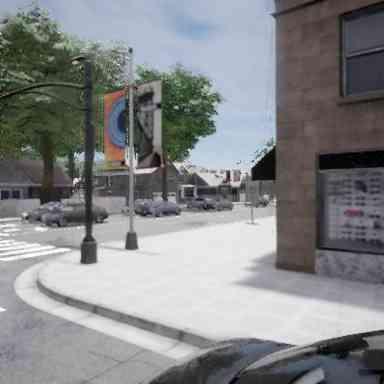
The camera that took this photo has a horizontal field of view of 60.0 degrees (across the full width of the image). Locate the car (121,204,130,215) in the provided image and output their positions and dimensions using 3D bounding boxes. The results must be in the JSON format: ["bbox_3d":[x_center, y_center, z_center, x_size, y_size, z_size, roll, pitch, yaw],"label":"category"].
[{"bbox_3d":[-4.775,1.433,32.706,2.128,1.511,4.902,0,0,36],"label":"car"}]

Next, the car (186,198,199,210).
[{"bbox_3d":[1.227,1.411,41.077,1.812,1.442,4.674,0,0,36],"label":"car"}]

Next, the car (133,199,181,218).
[{"bbox_3d":[-2.823,1.500,29.836,1.994,1.385,4.181,0,0,36],"label":"car"}]

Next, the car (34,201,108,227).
[{"bbox_3d":[-7.903,1.511,22.725,1.812,1.442,4.674,0,0,37],"label":"car"}]

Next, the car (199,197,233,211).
[{"bbox_3d":[3.019,1.445,38.028,1.994,1.385,4.181,0,0,35],"label":"car"}]

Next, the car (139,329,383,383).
[{"bbox_3d":[1.396,1.565,1.815,4.313,1.339,1.947,0,0,36],"label":"car"}]

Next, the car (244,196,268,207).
[{"bbox_3d":[8.946,1.320,46.252,2.128,1.511,4.902,0,0,36],"label":"car"}]

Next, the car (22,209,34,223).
[{"bbox_3d":[-10.222,1.485,25.087,2.128,1.511,4.902,0,0,36],"label":"car"}]
